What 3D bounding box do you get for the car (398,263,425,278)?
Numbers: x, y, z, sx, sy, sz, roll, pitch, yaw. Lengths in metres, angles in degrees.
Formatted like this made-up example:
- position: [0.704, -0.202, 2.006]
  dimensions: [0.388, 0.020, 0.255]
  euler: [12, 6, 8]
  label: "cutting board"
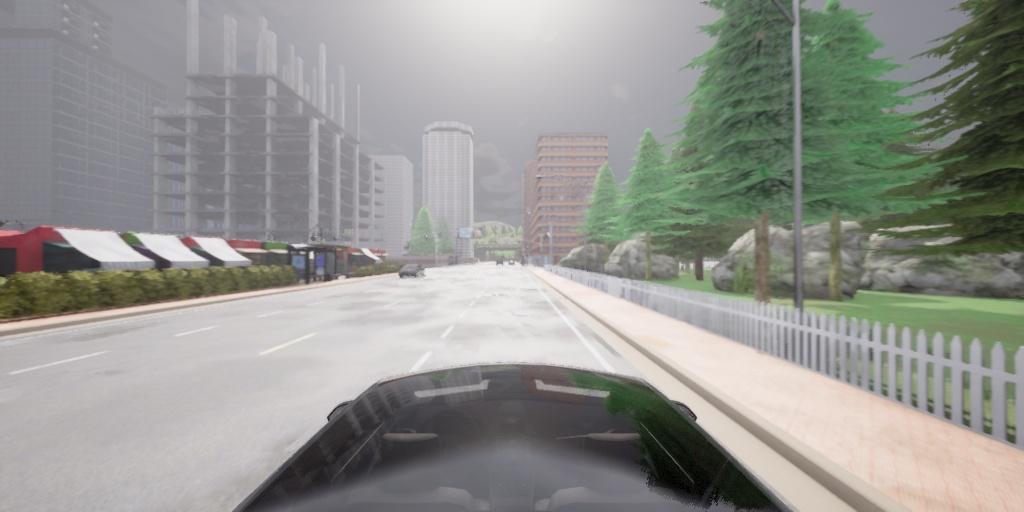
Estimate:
- position: [-10.535, 1.552, 37.963]
  dimensions: [1.837, 1.490, 4.892]
  euler: [0, -1, 0]
  label: "car"
